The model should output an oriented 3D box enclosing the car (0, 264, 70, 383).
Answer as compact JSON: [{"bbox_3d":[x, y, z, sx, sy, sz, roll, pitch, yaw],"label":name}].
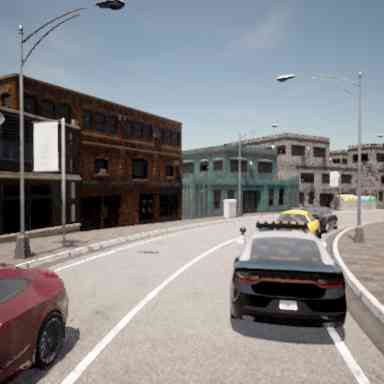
[{"bbox_3d":[-2.868,1.539,3.156,1.812,1.442,4.674,0,0,7],"label":"car"}]

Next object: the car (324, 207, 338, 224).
[{"bbox_3d":[7.877,1.655,20.944,1.837,1.490,4.892,1,0,34],"label":"car"}]

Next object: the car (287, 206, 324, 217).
[{"bbox_3d":[5.149,1.564,16.265,1.801,1.575,5.366,0,0,26],"label":"car"}]

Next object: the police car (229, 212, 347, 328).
[{"bbox_3d":[1.984,1.471,7.405,1.930,1.638,5.238,0,0,13],"label":"police car"}]
